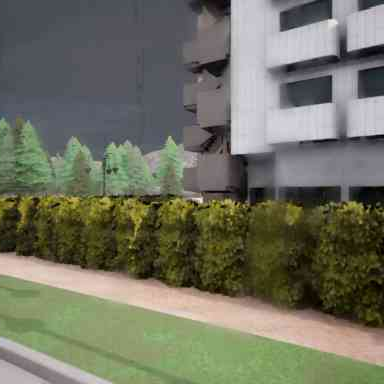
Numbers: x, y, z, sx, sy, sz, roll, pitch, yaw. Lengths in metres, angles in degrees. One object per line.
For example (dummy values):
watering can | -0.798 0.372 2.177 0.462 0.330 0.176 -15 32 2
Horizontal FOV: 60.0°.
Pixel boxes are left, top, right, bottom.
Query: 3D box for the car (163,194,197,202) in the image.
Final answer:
car | -1.191 1.221 35.110 2.150 2.045 5.566 0 0 35
